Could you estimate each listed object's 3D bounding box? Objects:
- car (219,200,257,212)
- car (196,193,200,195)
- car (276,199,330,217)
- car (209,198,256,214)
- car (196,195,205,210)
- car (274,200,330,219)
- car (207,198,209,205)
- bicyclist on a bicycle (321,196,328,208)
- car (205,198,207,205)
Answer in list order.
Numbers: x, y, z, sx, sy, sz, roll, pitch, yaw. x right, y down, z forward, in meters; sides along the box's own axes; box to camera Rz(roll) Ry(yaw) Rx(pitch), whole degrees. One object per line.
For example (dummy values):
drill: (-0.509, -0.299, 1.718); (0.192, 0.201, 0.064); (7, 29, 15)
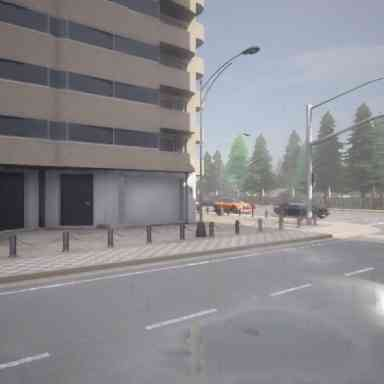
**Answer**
car: (5.609, 1.656, 41.020); (1.895, 1.301, 4.718); (0, 0, -36)
car: (-0.060, 1.277, 61.097); (2.150, 2.045, 5.566); (0, 0, -35)
car: (11.075, 1.533, 33.444); (1.882, 1.535, 5.008); (0, 0, -36)
car: (4.434, 1.407, 36.670); (2.097, 1.767, 4.553); (0, 0, -36)
car: (-0.920, 1.533, 44.103); (1.882, 1.535, 5.008); (0, 0, -36)
car: (9.650, 1.656, 29.438); (1.895, 1.301, 4.718); (0, 0, -36)
car: (1.498, 1.602, 53.042); (2.033, 1.411, 5.357); (0, 0, -36)
bicyclist on a bicycle: (17.369, 1.356, 43.492); (1.656, 1.620, 0.582); (0, 0, -36)
car: (-0.193, 1.619, 49.083); (1.994, 1.385, 4.181); (0, 0, -36)
